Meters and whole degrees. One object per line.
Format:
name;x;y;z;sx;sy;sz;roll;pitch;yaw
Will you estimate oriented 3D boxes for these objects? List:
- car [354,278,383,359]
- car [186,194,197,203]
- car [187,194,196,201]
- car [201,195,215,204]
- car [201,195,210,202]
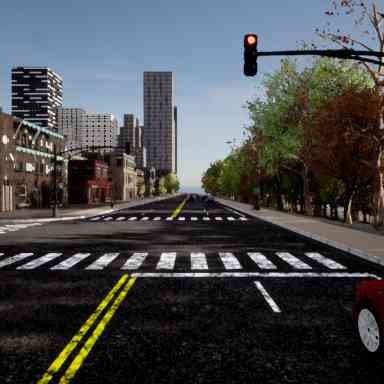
car;3.344;1.477;2.962;1.882;1.535;5.008;0;0;0
car;-0.143;1.501;66.011;1.812;1.442;4.674;0;0;0
car;-0.164;1.279;76.013;1.882;1.535;5.008;0;0;0
car;3.222;1.525;60.802;2.033;1.411;5.357;0;0;0
car;3.091;1.469;76.322;1.837;1.490;4.892;0;0;0
